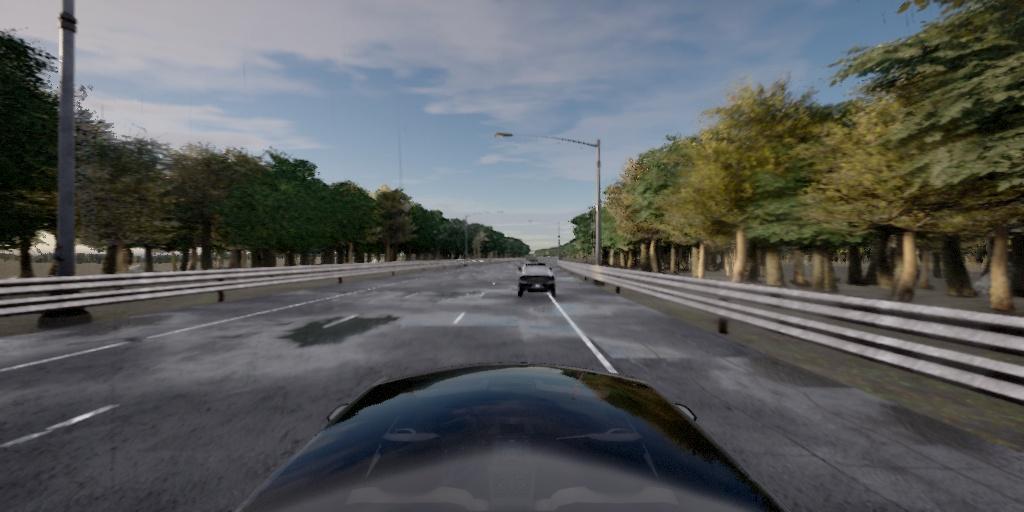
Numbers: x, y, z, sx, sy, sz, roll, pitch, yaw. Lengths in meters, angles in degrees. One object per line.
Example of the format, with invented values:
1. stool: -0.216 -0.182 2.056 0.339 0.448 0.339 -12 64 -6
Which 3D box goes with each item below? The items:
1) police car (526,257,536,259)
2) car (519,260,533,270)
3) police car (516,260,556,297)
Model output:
1. police car: 1.887 1.221 35.176 1.930 1.638 5.238 0 0 3
2. car: 2.193 1.352 55.516 1.812 1.442 4.674 0 0 5
3. police car: 1.267 1.198 19.434 1.930 1.638 5.238 0 0 2
